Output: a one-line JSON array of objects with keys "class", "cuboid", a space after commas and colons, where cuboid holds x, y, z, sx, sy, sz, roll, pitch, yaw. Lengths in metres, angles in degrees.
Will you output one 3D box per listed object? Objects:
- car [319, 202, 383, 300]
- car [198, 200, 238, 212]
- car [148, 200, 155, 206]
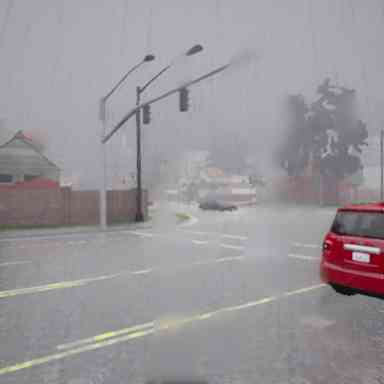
[{"class": "car", "cuboid": [5.191, 1.256, 7.497, 5.566, 2.045, 2.150, 0, 0, -36]}, {"class": "car", "cuboid": [2.957, 1.596, 39.342, 2.033, 1.411, 5.357, -1, 0, -37]}, {"class": "car", "cuboid": [-7.942, 1.687, 53.874, 1.895, 1.301, 4.718, 0, 0, -36]}]
